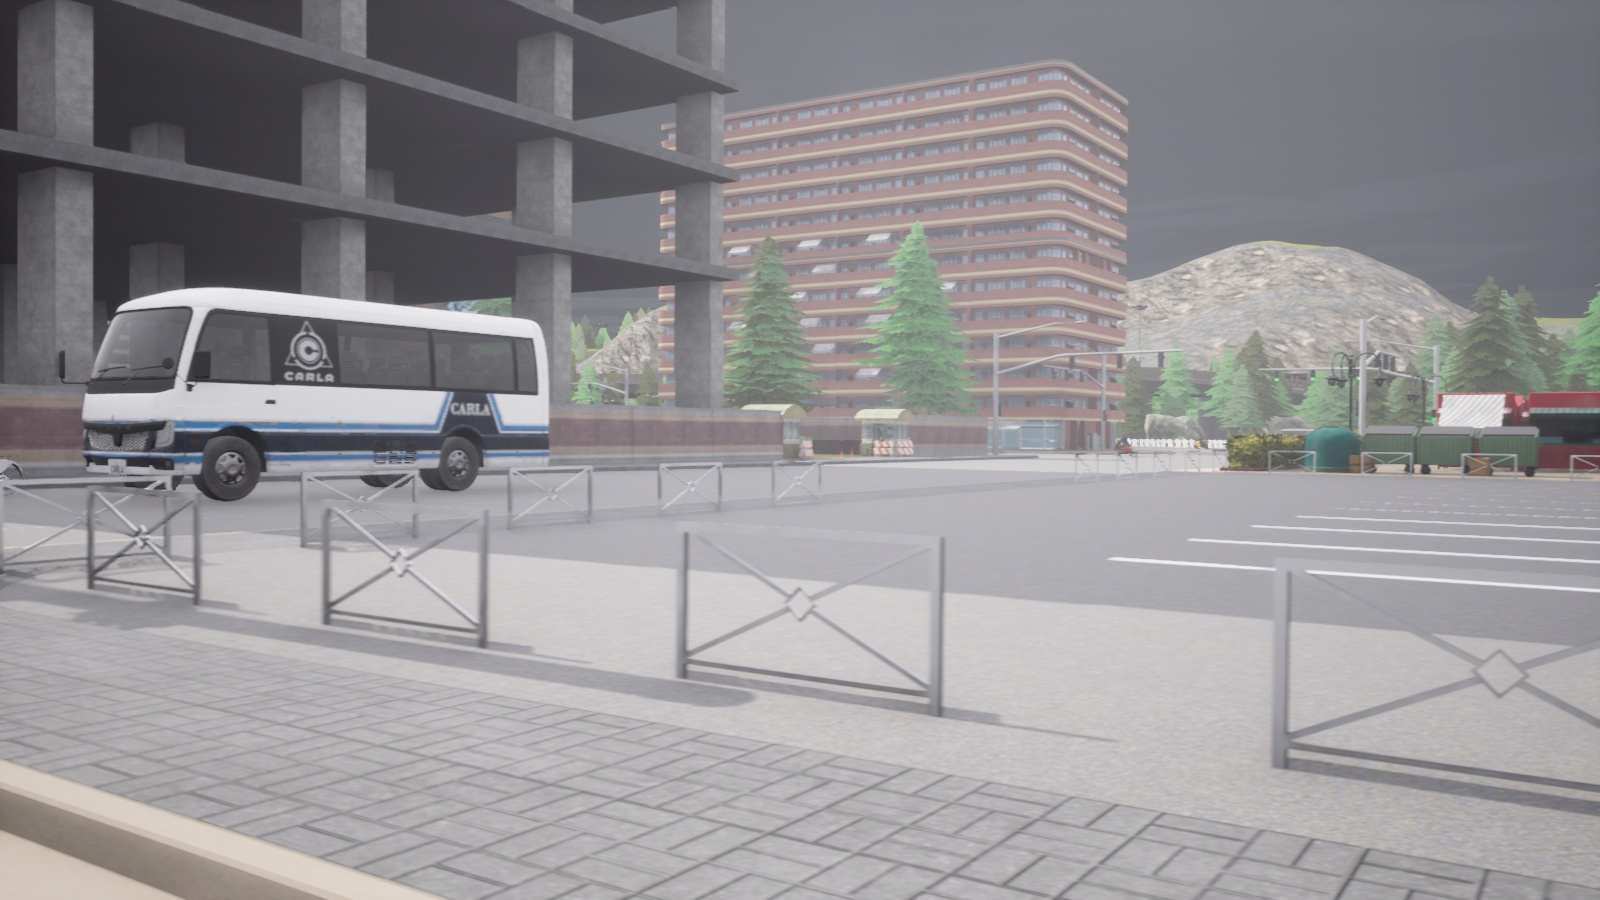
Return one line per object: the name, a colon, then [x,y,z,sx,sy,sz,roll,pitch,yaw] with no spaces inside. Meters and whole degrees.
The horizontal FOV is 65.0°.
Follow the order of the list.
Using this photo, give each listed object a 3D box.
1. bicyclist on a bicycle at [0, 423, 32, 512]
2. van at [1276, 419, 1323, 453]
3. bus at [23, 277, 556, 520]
bicyclist on a bicycle: [-16.340,0.356,24.814,0.659,1.776,1.843,0,1,33]
van: [30.672,-0.864,77.035,1.775,1.987,4.442,0,1,33]
bus: [-10.450,-0.980,27.389,3.944,4.253,10.273,0,1,33]
